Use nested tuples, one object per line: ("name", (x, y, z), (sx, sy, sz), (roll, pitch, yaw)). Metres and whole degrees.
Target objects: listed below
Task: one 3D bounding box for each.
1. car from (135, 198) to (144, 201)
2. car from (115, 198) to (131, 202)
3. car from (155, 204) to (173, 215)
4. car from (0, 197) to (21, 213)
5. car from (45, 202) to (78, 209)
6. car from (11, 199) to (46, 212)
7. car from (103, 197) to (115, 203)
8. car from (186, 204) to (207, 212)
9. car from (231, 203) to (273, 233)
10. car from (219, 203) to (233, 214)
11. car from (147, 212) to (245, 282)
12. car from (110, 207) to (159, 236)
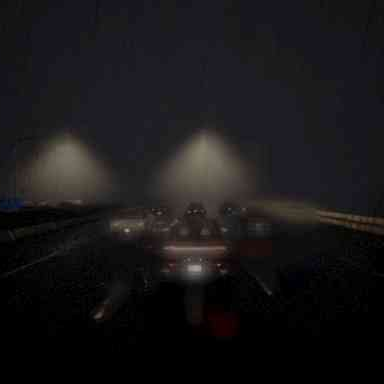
("car", (-12.197, 2.084, 77.538), (1.837, 1.490, 4.892), (0, -1, 3))
("car", (-15.693, 2.061, 77.701), (1.882, 1.535, 5.008), (0, -1, 3))
("car", (-3.013, 1.886, 34.792), (1.895, 1.301, 4.718), (0, -1, 1))
("car", (-20.677, 1.518, 36.450), (2.150, 2.045, 5.566), (0, -1, 1))
("car", (-13.687, 1.819, 36.055), (1.812, 1.442, 4.674), (0, -1, 2))
("car", (-17.171, 1.789, 36.527), (2.128, 1.511, 4.902), (0, -1, 1))
("car", (-19.188, 1.938, 77.895), (2.097, 1.767, 4.553), (0, -1, 3))
("car", (0.419, 1.805, 31.508), (2.033, 1.411, 5.357), (0, -1, 1))
("car", (3.749, 1.671, 20.738), (1.837, 1.490, 4.892), (0, -1, 1))
("car", (4.025, 1.866, 36.374), (1.994, 1.385, 4.181), (0, -1, 1))
("car", (0.119, 1.570, 10.029), (2.128, 1.511, 4.902), (0, 0, 1))
("car", (-3.270, 1.755, 19.395), (1.895, 1.301, 4.718), (0, 0, 1))
